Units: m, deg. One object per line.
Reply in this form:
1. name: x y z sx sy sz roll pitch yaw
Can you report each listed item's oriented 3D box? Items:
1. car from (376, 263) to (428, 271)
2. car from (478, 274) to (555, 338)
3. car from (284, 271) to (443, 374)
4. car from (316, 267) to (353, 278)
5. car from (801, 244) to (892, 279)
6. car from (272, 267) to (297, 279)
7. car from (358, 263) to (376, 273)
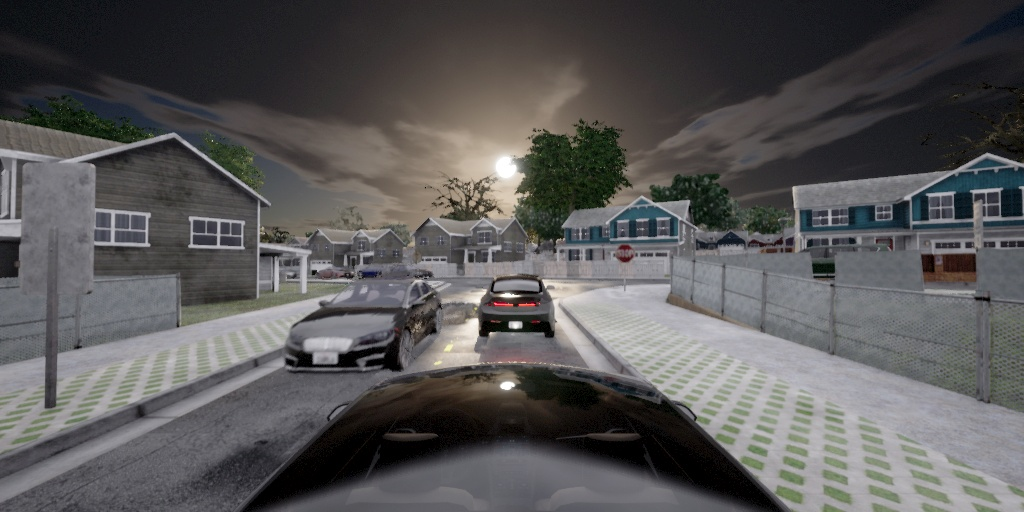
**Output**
1. car: -9.378 1.499 31.982 5.357 1.411 2.033 -2 -2 33
2. car: 0.170 1.255 10.228 1.837 1.490 4.892 0 0 2
3. car: -2.749 1.242 7.732 2.128 1.511 4.902 0 0 0
4. car: -18.482 1.804 37.561 4.181 1.385 1.994 -2 -2 30
5. car: 15.927 0.479 18.450 5.566 2.045 2.150 -2 -2 36
6. car: -27.770 2.026 42.933 4.902 1.511 2.128 -2 -2 29
7. car: -14.552 1.564 38.648 4.553 1.767 2.097 -2 -2 31
